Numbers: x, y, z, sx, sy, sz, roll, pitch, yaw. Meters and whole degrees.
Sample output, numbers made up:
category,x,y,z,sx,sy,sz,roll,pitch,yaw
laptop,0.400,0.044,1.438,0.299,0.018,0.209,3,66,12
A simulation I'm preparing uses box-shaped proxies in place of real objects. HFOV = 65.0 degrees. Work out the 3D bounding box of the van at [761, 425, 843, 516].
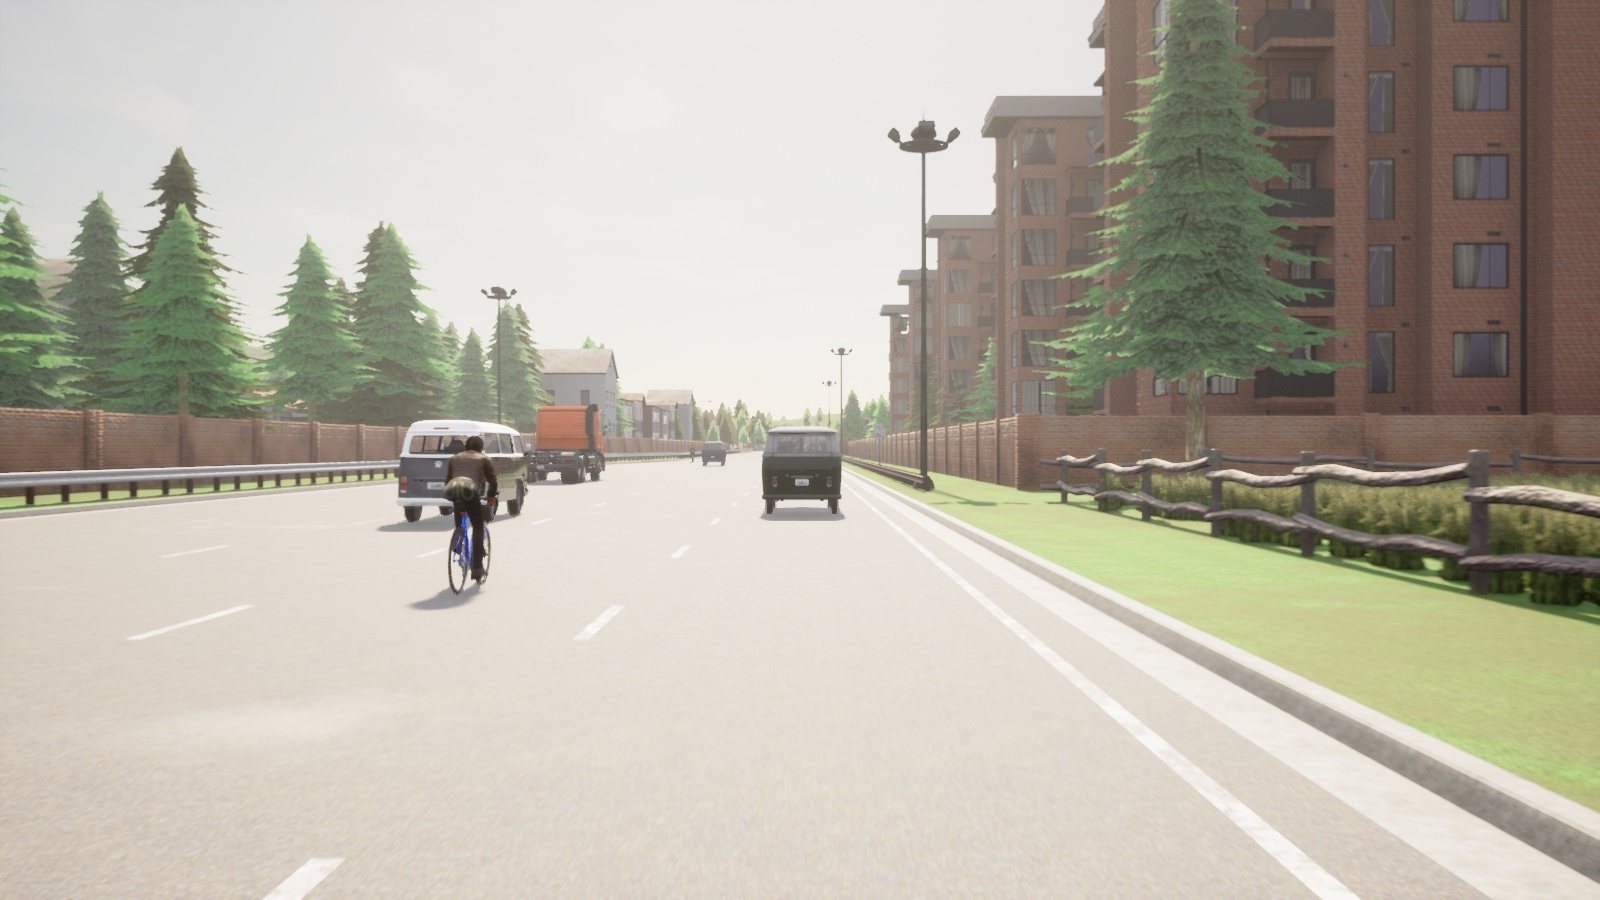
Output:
category,x,y,z,sx,sy,sz,roll,pitch,yaw
van,0.040,0.436,29.604,1.775,1.987,4.442,0,0,0

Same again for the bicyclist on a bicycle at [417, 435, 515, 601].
category,x,y,z,sx,sy,sz,roll,pitch,yaw
bicyclist on a bicycle,-3.462,0.669,13.129,0.582,1.620,1.656,0,0,0

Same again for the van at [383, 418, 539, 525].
category,x,y,z,sx,sy,sz,roll,pitch,yaw
van,-6.964,0.408,26.315,2.069,2.038,4.480,0,0,0

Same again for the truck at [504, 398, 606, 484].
category,x,y,z,sx,sy,sz,roll,pitch,yaw
truck,-10.455,-0.361,54.441,2.891,3.462,7.936,0,0,0
